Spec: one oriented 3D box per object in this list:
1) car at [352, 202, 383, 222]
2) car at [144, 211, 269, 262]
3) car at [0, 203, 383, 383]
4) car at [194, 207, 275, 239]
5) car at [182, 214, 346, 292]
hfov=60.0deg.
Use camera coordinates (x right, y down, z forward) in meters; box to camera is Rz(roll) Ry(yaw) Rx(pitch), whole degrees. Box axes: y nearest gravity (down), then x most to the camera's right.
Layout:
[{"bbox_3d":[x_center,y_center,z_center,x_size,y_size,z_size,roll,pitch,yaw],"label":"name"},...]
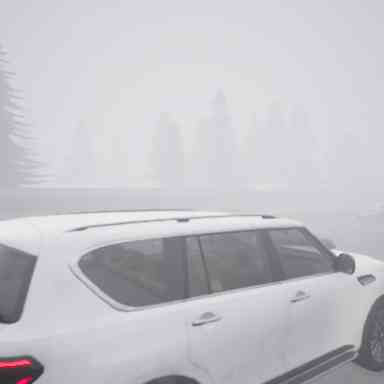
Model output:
[{"bbox_3d":[15.482,1.612,27.682,4.674,1.442,1.812,0,0,-35],"label":"car"},{"bbox_3d":[0.675,1.550,12.836,4.674,1.442,1.812,0,0,-36],"label":"car"},{"bbox_3d":[0.369,1.232,4.018,5.566,2.045,2.150,0,0,-35],"label":"car"},{"bbox_3d":[2.410,1.602,18.361,4.181,1.385,1.994,0,0,-35],"label":"car"},{"bbox_3d":[2.264,1.527,9.663,4.892,1.490,1.837,0,0,-35],"label":"car"}]
